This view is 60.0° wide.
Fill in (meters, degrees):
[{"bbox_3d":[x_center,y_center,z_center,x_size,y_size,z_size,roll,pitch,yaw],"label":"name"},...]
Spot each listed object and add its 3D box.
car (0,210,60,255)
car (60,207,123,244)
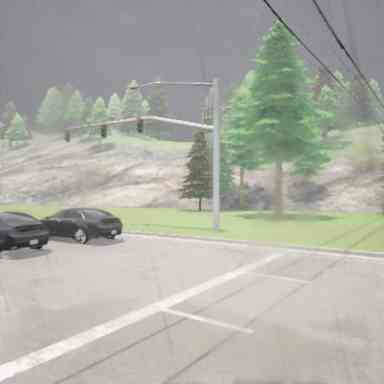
[{"bbox_3d":[-7.547,1.478,12.719,4.892,1.490,1.837,0,0,30],"label":"car"},{"bbox_3d":[-5.436,1.472,15.524,4.892,1.490,1.837,0,0,31],"label":"car"}]
